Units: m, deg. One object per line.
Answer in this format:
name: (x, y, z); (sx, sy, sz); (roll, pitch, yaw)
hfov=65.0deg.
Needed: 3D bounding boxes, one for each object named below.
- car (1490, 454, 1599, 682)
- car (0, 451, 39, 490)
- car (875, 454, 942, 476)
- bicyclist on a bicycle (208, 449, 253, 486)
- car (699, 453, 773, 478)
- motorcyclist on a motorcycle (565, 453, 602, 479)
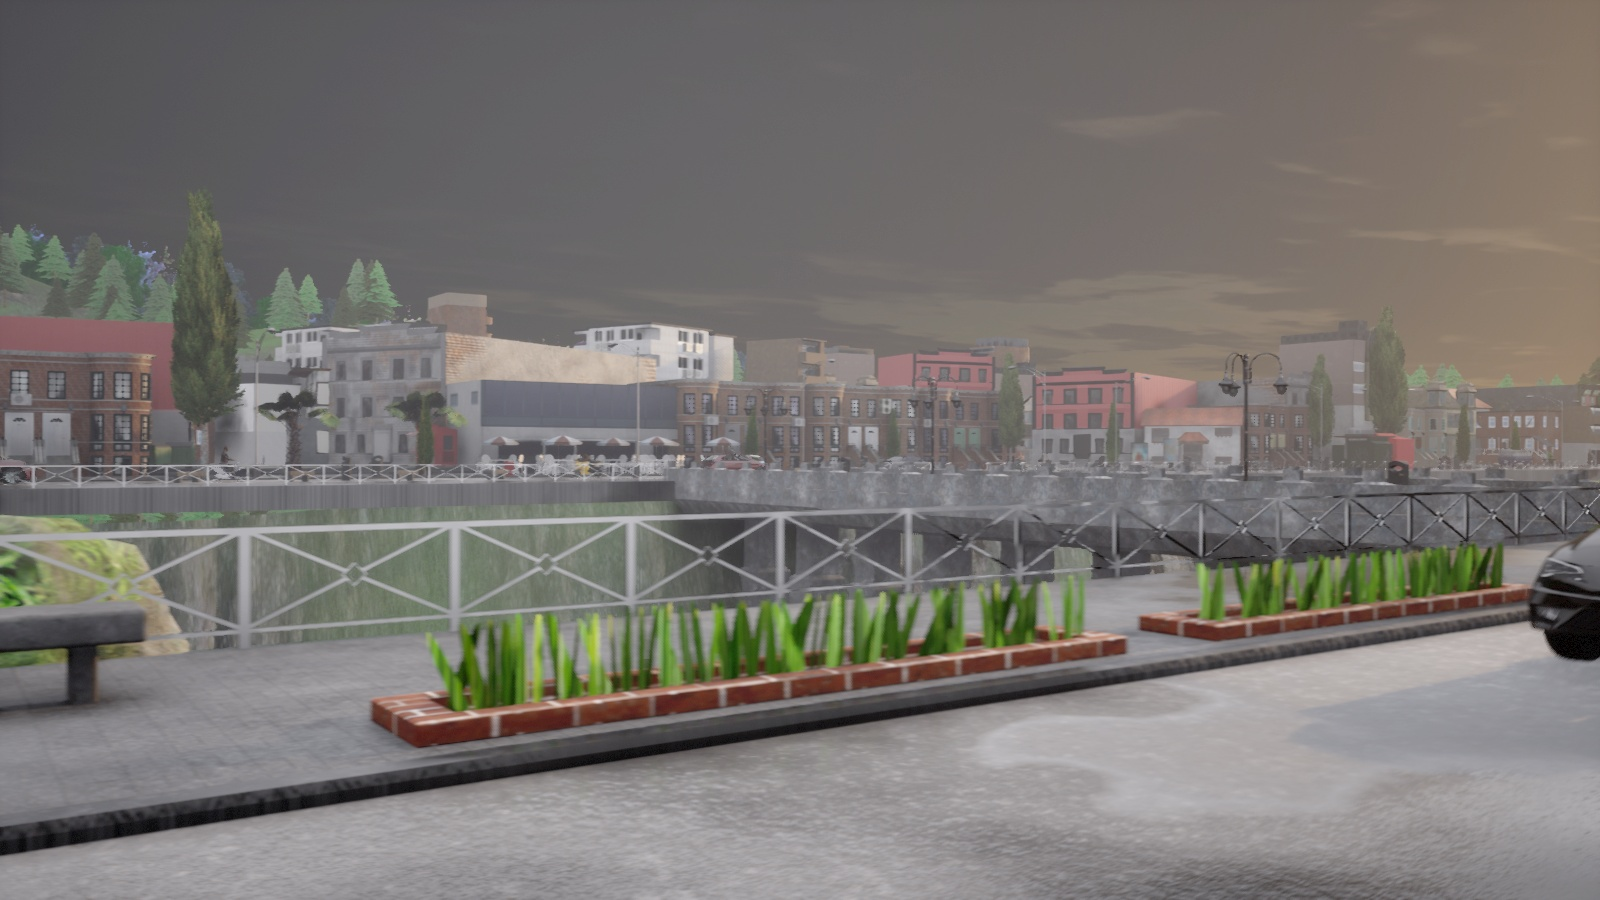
car: (7.025, 0.766, 9.160); (4.193, 1.474, 1.816); (0, 0, -35)
car: (-35.896, 0.884, 54.419); (4.856, 1.649, 2.033); (0, 0, -35)
car: (7.332, 1.001, 84.542); (4.181, 1.385, 1.994); (0, 0, -35)
bicyclist on a bicycle: (-27.368, 0.821, 60.362); (1.843, 1.776, 0.659); (0, 0, -35)
car: (-3.922, 0.955, 76.701); (4.193, 1.474, 1.816); (0, 0, -35)
motorcyclist on a motorcycle: (-12.952, 0.939, 75.282); (2.044, 1.523, 0.797); (0, 0, -35)
